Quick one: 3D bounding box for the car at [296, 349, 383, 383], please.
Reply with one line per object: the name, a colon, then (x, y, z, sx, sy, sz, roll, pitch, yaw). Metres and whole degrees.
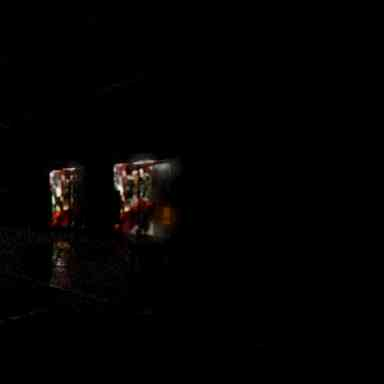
car: (2.240, 1.444, 1.300, 4.097, 1.590, 1.967, 0, -1, 35)
